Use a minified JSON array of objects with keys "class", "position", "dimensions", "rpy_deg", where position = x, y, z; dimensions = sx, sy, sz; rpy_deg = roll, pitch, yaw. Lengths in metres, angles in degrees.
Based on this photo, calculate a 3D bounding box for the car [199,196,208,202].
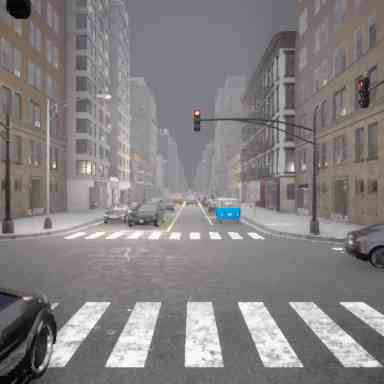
[{"class":"car","position":[2.617,1.524,76.120],"dimensions":[2.008,1.369,4.403],"rpy_deg":[0,0,0]}]

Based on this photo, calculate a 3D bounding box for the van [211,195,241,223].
[{"class":"van","position":[2.630,1.340,24.989],"dimensions":[1.690,1.788,3.998],"rpy_deg":[0,0,0]}]

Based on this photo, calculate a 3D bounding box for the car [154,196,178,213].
[{"class":"car","position":[-2.854,1.504,37.408],"dimensions":[1.837,1.490,4.892],"rpy_deg":[0,0,0]}]

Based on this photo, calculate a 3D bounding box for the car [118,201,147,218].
[{"class":"car","position":[-5.397,1.543,30.660],"dimensions":[1.887,1.381,4.507],"rpy_deg":[0,0,0]}]

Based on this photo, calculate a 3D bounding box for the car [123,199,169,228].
[{"class":"car","position":[-2.943,1.476,22.313],"dimensions":[1.882,1.535,5.008],"rpy_deg":[0,0,2]}]

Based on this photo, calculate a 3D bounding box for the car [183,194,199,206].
[{"class":"car","position":[-0.016,1.536,54.701],"dimensions":[2.033,1.411,5.357],"rpy_deg":[0,0,0]}]

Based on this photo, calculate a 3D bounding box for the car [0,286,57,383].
[{"class":"car","position":[-2.752,1.564,2.671],"dimensions":[1.994,1.385,4.181],"rpy_deg":[0,0,0]}]

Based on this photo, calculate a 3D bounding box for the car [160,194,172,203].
[{"class":"car","position":[-5.407,1.292,70.432],"dimensions":[2.192,1.841,5.009],"rpy_deg":[0,0,0]}]

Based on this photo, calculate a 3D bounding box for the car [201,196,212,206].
[{"class":"car","position":[2.624,1.576,47.714],"dimensions":[1.802,1.307,4.206],"rpy_deg":[0,0,0]}]

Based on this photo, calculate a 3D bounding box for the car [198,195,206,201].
[{"class":"car","position":[2.614,1.530,87.483],"dimensions":[1.947,1.339,4.313],"rpy_deg":[0,0,0]}]

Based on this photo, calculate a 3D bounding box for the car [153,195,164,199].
[{"class":"car","position":[-5.401,1.519,47.536],"dimensions":[1.752,1.417,4.829],"rpy_deg":[0,0,0]}]

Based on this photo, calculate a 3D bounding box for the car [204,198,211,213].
[{"class":"car","position":[2.627,1.580,36.351],"dimensions":[1.802,1.307,4.206],"rpy_deg":[0,0,0]}]

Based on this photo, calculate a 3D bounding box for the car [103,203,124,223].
[{"class":"car","position":[-5.395,1.549,24.978],"dimensions":[2.008,1.369,4.403],"rpy_deg":[0,0,0]}]

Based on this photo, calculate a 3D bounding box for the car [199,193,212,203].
[{"class":"car","position":[2.623,1.305,53.395],"dimensions":[2.192,1.841,5.009],"rpy_deg":[0,0,0]}]

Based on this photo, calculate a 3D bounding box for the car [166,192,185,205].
[{"class":"car","position":[-2.787,1.213,56.962],"dimensions":[2.150,2.045,5.566],"rpy_deg":[0,0,0]}]

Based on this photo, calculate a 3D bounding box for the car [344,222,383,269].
[{"class":"car","position":[7.137,1.615,10.528],"dimensions":[4.181,1.385,1.994],"rpy_deg":[0,0,9]}]
